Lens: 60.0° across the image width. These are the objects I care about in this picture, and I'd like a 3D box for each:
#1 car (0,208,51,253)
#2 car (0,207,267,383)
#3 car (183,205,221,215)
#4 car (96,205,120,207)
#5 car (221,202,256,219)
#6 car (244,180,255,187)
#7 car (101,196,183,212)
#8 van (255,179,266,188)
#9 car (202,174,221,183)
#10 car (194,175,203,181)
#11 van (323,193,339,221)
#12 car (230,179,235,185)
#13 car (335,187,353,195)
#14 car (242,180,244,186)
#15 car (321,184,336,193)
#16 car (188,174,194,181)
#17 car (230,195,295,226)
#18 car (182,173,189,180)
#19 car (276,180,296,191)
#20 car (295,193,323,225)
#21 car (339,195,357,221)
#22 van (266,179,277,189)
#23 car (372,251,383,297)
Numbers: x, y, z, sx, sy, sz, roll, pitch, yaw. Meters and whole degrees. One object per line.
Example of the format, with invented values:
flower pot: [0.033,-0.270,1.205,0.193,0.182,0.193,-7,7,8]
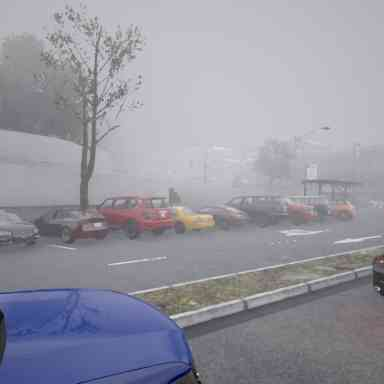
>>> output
car: [-8.468,1.493,14.171,4.892,1.521,2.231,-1,-1,35]
car: [-2.431,1.221,1.402,5.566,2.045,2.150,0,0,-35]
car: [-1.273,1.503,19.476,5.366,1.575,1.946,-1,-1,35]
car: [-6.045,1.524,15.913,4.792,1.488,2.163,-1,-1,35]
car: [1.336,1.549,21.098,4.674,1.452,2.002,-1,-1,35]
car: [14.256,-1.811,73.871,1.946,1.575,5.366,7,3,35]
car: [-3.597,1.248,17.653,5.566,2.045,2.435,-1,-1,35]
van: [15.825,-1.763,71.137,1.878,1.987,4.442,7,4,35]
car: [5.601,-3.176,86.181,1.946,1.575,5.366,7,3,34]
car: [3.755,-3.698,88.444,2.435,2.045,5.566,7,3,34]
van: [8.826,1.297,26.216,4.442,1.987,1.878,-1,-1,35]
car: [10.692,-2.317,78.661,2.002,1.452,4.674,7,3,35]
car: [26.186,0.137,56.425,2.002,1.452,4.674,7,3,35]
car: [12.429,-2.043,76.195,2.002,1.452,4.674,7,4,35]
car: [24.500,-0.425,58.900,2.435,2.045,5.566,7,3,35]
car: [1.965,-3.850,90.914,2.185,1.767,4.553,6,3,34]
car: [3.767,1.263,22.851,5.566,2.045,2.435,-1,-1,35]
car: [0.240,-4.085,93.387,2.185,1.767,4.553,4,1,34]
car: [19.304,-0.992,66.296,2.231,1.521,4.892,7,3,35]
car: [6.284,1.267,24.551,5.566,2.045,2.435,-1,-1,35]
car: [11.239,1.404,27.961,4.553,1.767,2.185,-1,-1,35]
van: [17.549,-1.490,68.662,1.878,1.987,4.442,7,4,35]
car: [5.821,1.515,7.256,4.892,1.490,1.837,0,0,-35]
